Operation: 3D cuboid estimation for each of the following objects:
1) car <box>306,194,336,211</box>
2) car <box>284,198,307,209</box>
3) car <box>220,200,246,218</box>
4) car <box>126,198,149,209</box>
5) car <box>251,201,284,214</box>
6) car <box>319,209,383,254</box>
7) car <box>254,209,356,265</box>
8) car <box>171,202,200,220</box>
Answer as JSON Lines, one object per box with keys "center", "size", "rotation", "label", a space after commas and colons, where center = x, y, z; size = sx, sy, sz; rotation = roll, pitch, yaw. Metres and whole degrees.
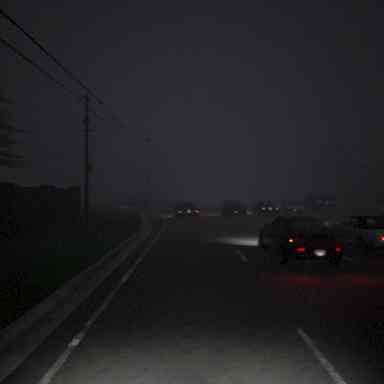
{"center": [14.107, 1.226, 37.393], "size": [2.150, 2.045, 5.566], "rotation": [0, 0, 0], "label": "car"}
{"center": [10.608, 1.604, 36.393], "size": [1.895, 1.301, 4.718], "rotation": [0, 0, 0], "label": "car"}
{"center": [3.606, 1.479, 29.697], "size": [1.882, 1.535, 5.008], "rotation": [0, 0, 0], "label": "car"}
{"center": [-7.554, 1.532, 46.140], "size": [1.812, 1.442, 4.674], "rotation": [0, 0, -32], "label": "car"}
{"center": [7.106, 1.550, 32.708], "size": [2.033, 1.411, 5.357], "rotation": [0, 0, 0], "label": "car"}
{"center": [7.101, 1.602, 13.545], "size": [1.895, 1.301, 4.718], "rotation": [0, 0, 0], "label": "car"}
{"center": [3.602, 1.527, 11.629], "size": [1.812, 1.442, 4.674], "rotation": [0, 0, 0], "label": "car"}
{"center": [-0.614, 1.548, 27.870], "size": [2.033, 1.411, 5.357], "rotation": [0, 0, -9], "label": "car"}
